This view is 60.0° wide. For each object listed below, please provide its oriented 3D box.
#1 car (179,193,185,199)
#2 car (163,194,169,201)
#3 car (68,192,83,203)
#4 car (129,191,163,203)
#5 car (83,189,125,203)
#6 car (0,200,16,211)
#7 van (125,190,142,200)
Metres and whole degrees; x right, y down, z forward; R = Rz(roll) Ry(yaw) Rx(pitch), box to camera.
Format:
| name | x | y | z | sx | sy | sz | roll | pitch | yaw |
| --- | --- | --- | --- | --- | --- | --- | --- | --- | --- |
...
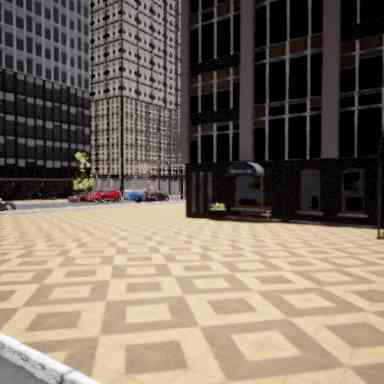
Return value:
| name | x | y | z | sx | sy | sz | roll | pitch | yaw |
| --- | --- | --- | --- | --- | --- | --- | --- | --- | --- |
| car | -0.630 | 0.721 | 65.591 | 1.994 | 1.385 | 4.181 | 1 | 2 | 35 |
| car | -6.002 | 0.803 | 57.695 | 1.837 | 1.490 | 4.892 | 1 | 1 | 35 |
| car | -17.150 | 0.783 | 51.579 | 1.967 | 1.590 | 4.097 | 1 | 1 | 34 |
| car | -7.052 | 1.000 | 51.489 | 1.947 | 1.339 | 4.313 | 1 | 1 | 34 |
| car | -13.679 | 0.586 | 51.961 | 2.150 | 2.045 | 5.566 | 1 | 2 | 35 |
| car | -19.710 | 1.302 | 32.807 | 2.008 | 1.369 | 4.403 | 1 | 1 | 34 |
| van | -10.769 | 0.526 | 60.881 | 1.690 | 1.788 | 3.998 | 1 | 1 | 34 |
